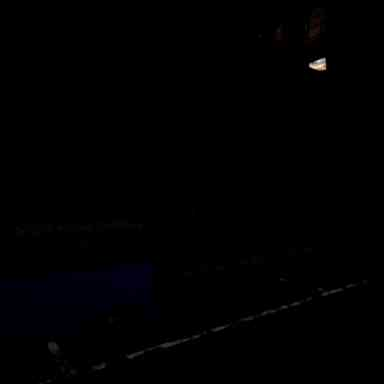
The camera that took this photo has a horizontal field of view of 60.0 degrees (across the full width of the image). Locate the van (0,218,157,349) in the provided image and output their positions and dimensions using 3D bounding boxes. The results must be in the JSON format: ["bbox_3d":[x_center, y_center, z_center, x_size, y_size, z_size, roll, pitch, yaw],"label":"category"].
[{"bbox_3d":[-2.473,1.336,4.796,3.998,1.788,1.690,-1,0,-36],"label":"van"}]
